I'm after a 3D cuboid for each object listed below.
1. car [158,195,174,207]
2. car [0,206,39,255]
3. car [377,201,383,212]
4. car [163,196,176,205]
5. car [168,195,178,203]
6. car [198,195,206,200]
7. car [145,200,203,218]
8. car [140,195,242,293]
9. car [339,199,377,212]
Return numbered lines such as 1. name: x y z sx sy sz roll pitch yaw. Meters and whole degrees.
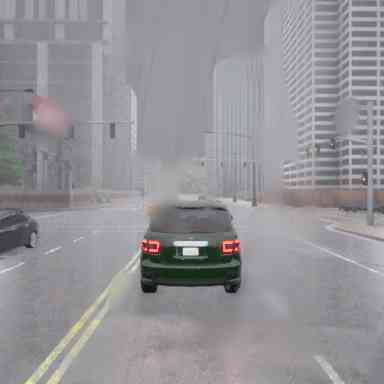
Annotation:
1. car: -4.026 1.352 52.238 2.097 1.767 4.553 0 0 0
2. car: -7.166 1.501 11.785 1.837 1.490 4.892 0 1 0
3. car: 22.134 1.477 33.882 5.008 1.535 1.882 0 0 -1
4. car: -4.082 1.547 61.861 2.033 1.411 5.357 0 0 0
5. car: -4.105 1.500 72.166 1.837 1.490 4.892 0 0 0
6. car: 2.737 1.500 90.590 1.837 1.490 4.892 0 0 0
7. car: -1.557 1.477 29.853 5.008 1.535 1.882 0 0 -1
8. car: -0.021 1.221 8.980 2.150 2.045 5.566 0 0 0
9. car: 19.466 1.547 37.347 5.357 1.411 2.033 0 0 -1
